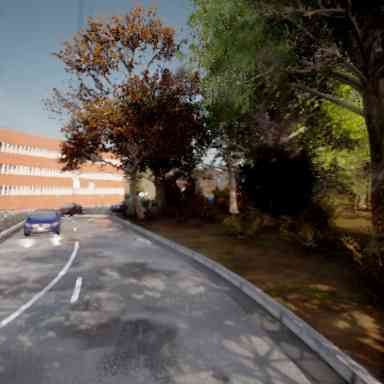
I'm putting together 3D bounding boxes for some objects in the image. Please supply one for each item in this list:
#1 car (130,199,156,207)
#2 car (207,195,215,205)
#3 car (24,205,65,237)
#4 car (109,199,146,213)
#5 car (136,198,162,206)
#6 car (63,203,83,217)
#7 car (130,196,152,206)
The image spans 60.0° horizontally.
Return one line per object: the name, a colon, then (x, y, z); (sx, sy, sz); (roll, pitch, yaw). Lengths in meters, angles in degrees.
car: (-9.714, 2.151, 65.481); (4.674, 1.452, 2.002); (-1, 0, 18)
car: (2.258, 1.740, 61.731); (5.566, 2.045, 2.435); (-1, 0, 18)
car: (-8.705, 1.711, 19.698); (1.812, 1.442, 4.674); (-1, 0, -19)
car: (-8.840, 2.002, 44.438); (2.033, 1.411, 5.357); (-1, -1, 23)
car: (-8.826, 2.122, 68.166); (5.008, 1.535, 2.097); (-1, 0, 18)
car: (-13.567, 1.940, 36.830); (1.812, 1.442, 4.674); (-1, -1, 3)
car: (-10.631, 1.849, 62.810); (5.566, 2.045, 2.435); (-1, 0, 18)
